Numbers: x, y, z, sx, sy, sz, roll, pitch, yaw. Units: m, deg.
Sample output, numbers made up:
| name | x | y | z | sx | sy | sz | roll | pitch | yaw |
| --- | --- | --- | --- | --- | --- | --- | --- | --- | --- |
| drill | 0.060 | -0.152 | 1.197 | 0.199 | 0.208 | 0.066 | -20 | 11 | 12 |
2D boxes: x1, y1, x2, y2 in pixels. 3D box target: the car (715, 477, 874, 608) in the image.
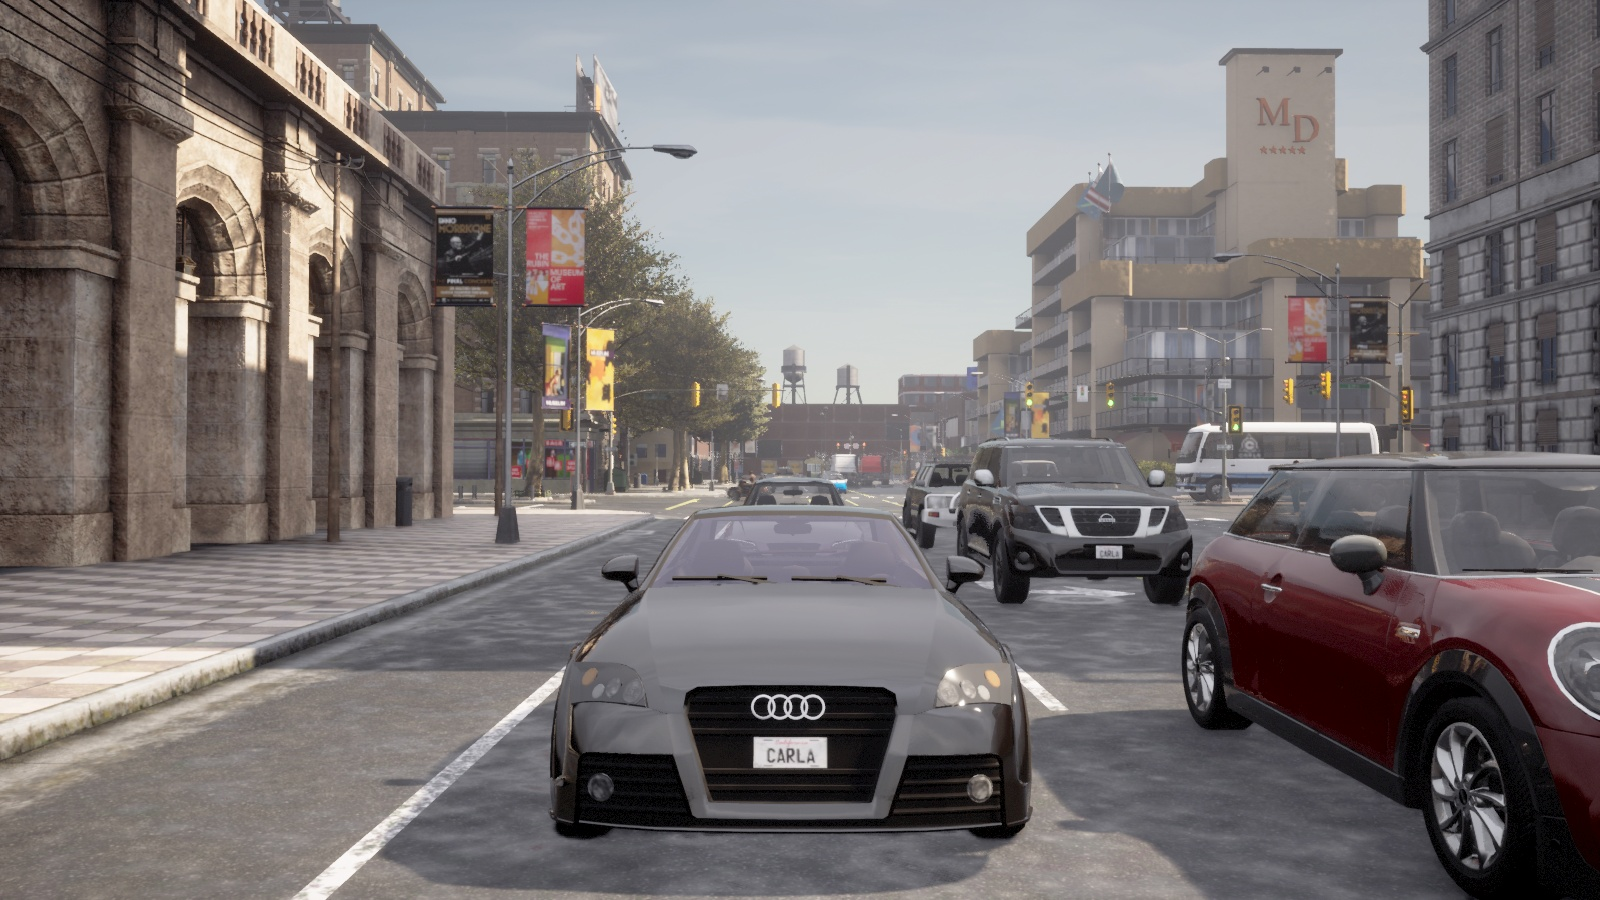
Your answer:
| name | x | y | z | sx | sy | sz | roll | pitch | yaw |
| --- | --- | --- | --- | --- | --- | --- | --- | --- | --- |
| car | -0.072 | 1.105 | 16.502 | 1.816 | 1.474 | 4.193 | 0 | -1 | 0 |

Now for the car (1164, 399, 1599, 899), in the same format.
| name | x | y | z | sx | sy | sz | roll | pitch | yaw |
| --- | --- | --- | --- | --- | --- | --- | --- | --- | --- |
| car | 3.469 | 0.760 | 5.993 | 2.097 | 1.767 | 4.553 | 0 | -1 | 0 |

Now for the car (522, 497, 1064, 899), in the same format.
| name | x | y | z | sx | sy | sz | roll | pitch | yaw |
| --- | --- | --- | --- | --- | --- | --- | --- | --- | --- |
| car | -0.032 | 0.991 | 6.719 | 1.994 | 1.385 | 4.181 | 0 | -1 | 0 |

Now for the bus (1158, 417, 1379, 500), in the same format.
| name | x | y | z | sx | sy | sz | roll | pitch | yaw |
| --- | --- | --- | --- | --- | --- | --- | --- | --- | --- |
| bus | 24.795 | 0.460 | 66.964 | 10.273 | 4.253 | 3.944 | 0 | -1 | -1 |

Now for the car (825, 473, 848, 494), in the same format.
| name | x | y | z | sx | sy | sz | roll | pitch | yaw |
| --- | --- | --- | --- | --- | --- | --- | --- | --- | --- |
| car | 2.497 | 2.302 | 86.116 | 1.481 | 1.376 | 2.207 | 0 | -1 | -1 |

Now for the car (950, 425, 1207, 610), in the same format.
| name | x | y | z | sx | sy | sz | roll | pitch | yaw |
| --- | --- | --- | --- | --- | --- | --- | --- | --- | --- |
| car | 3.426 | 0.801 | 16.757 | 2.150 | 2.045 | 5.566 | 0 | -1 | 0 |

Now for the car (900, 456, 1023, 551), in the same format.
| name | x | y | z | sx | sy | sz | roll | pitch | yaw |
| --- | --- | --- | --- | --- | --- | --- | --- | --- | --- |
| car | 3.349 | 1.066 | 26.885 | 1.932 | 1.855 | 4.605 | 0 | 0 | -1 |

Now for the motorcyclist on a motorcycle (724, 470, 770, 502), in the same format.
| name | x | y | z | sx | sy | sz | roll | pitch | yaw |
| --- | --- | --- | --- | --- | --- | --- | --- | --- | --- |
| motorcyclist on a motorcycle | -2.748 | 1.862 | 64.837 | 2.350 | 1.649 | 0.766 | -1 | 0 | 31 |

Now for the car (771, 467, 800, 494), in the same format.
| name | x | y | z | sx | sy | sz | roll | pitch | yaw |
| --- | --- | --- | --- | --- | --- | --- | --- | --- | --- |
| car | -1.039 | 2.117 | 88.457 | 1.932 | 1.855 | 4.605 | 0 | -1 | -1 |
